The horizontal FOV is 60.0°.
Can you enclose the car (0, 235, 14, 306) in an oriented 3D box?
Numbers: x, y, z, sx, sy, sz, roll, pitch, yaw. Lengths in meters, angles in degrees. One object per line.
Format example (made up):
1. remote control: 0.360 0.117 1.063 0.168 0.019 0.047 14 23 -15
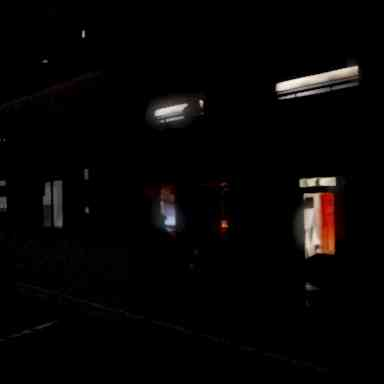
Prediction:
1. car: -5.592 1.410 6.724 5.009 1.841 2.192 -1 -1 35
